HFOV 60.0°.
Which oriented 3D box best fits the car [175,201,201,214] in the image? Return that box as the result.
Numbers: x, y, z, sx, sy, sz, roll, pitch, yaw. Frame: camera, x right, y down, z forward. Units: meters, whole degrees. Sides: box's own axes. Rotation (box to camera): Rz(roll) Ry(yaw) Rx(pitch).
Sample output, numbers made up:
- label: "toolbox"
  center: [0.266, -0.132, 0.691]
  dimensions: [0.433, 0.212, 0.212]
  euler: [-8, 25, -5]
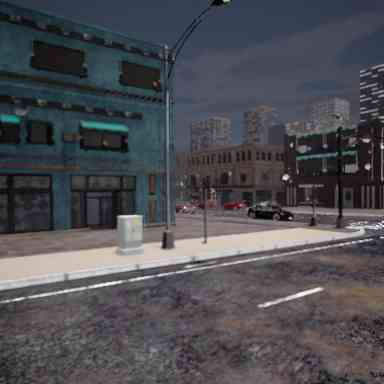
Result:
- label: "car"
  center: [-1.197, 1.809, 40.267]
  dimensions: [1.967, 1.590, 4.097]
  euler: [-2, 0, -35]

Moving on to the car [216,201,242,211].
- label: "car"
  center: [5.635, 1.853, 45.125]
  dimensions: [1.802, 1.307, 4.206]
  euler: [-2, 0, -35]

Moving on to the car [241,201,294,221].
- label: "car"
  center: [6.748, 1.778, 28.887]
  dimensions: [1.947, 1.339, 4.313]
  euler: [-2, 0, -35]

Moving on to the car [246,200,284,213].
- label: "car"
  center: [8.842, 1.760, 40.613]
  dimensions: [2.008, 1.369, 4.403]
  euler: [-2, 0, -35]

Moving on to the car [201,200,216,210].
- label: "car"
  center: [2.429, 1.915, 49.636]
  dimensions: [1.802, 1.307, 4.206]
  euler: [-2, 0, -35]
